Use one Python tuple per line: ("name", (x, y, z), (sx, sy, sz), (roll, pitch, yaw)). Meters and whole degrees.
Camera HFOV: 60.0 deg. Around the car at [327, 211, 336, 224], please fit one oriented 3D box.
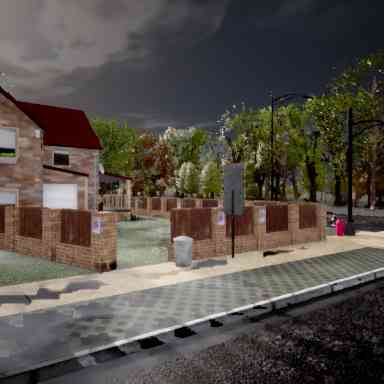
("car", (7.715, 1.468, 23.376), (1.812, 1.442, 4.674), (0, 0, -36))
